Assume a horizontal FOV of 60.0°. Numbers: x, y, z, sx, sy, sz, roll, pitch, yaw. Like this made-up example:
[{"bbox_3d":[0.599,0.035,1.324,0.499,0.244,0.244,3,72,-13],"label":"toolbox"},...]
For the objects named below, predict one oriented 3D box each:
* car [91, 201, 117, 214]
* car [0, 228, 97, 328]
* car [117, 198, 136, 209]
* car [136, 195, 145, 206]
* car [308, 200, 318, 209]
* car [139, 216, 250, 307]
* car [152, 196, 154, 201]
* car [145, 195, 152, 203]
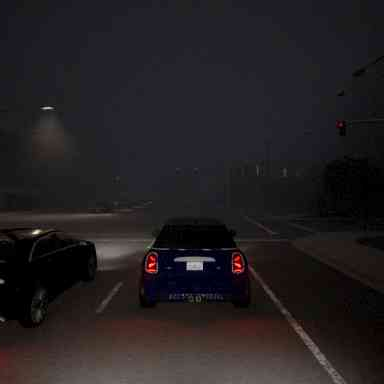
[{"bbox_3d":[-10.628,1.826,39.560,1.812,1.442,4.674,0,0,-1],"label":"car"},{"bbox_3d":[-3.447,1.503,6.993,2.128,1.511,4.902,0,0,0],"label":"car"},{"bbox_3d":[-10.692,1.741,52.157,2.097,1.767,4.553,0,0,0],"label":"car"},{"bbox_3d":[-10.674,1.821,62.697,1.882,1.535,5.008,0,1,0],"label":"car"},{"bbox_3d":[20.165,2.021,53.144,1.812,1.442,4.674,-1,-1,45],"label":"car"},{"bbox_3d":[0.058,1.364,8.133,2.097,1.767,4.553,0,0,0],"label":"car"},{"bbox_3d":[-10.655,1.637,82.894,2.128,1.511,4.902,0,0,0],"label":"car"},{"bbox_3d":[-10.636,1.556,72.761,2.097,1.767,4.553,0,1,0],"label":"car"}]
